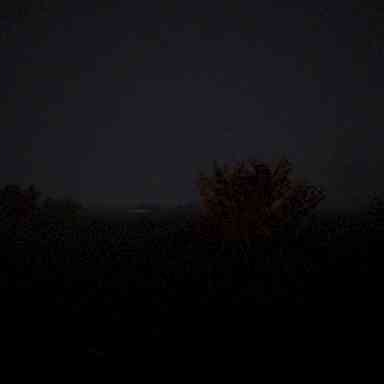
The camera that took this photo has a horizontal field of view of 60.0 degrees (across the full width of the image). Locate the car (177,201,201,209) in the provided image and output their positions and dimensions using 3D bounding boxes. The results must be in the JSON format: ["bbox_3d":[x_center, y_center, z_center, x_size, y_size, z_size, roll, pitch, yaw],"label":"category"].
[{"bbox_3d":[-0.438,2.366,59.727,2.033,1.411,5.357,-2,-2,37],"label":"car"}]

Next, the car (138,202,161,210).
[{"bbox_3d":[-7.194,2.401,56.506,1.994,1.385,4.181,-2,-2,36],"label":"car"}]
